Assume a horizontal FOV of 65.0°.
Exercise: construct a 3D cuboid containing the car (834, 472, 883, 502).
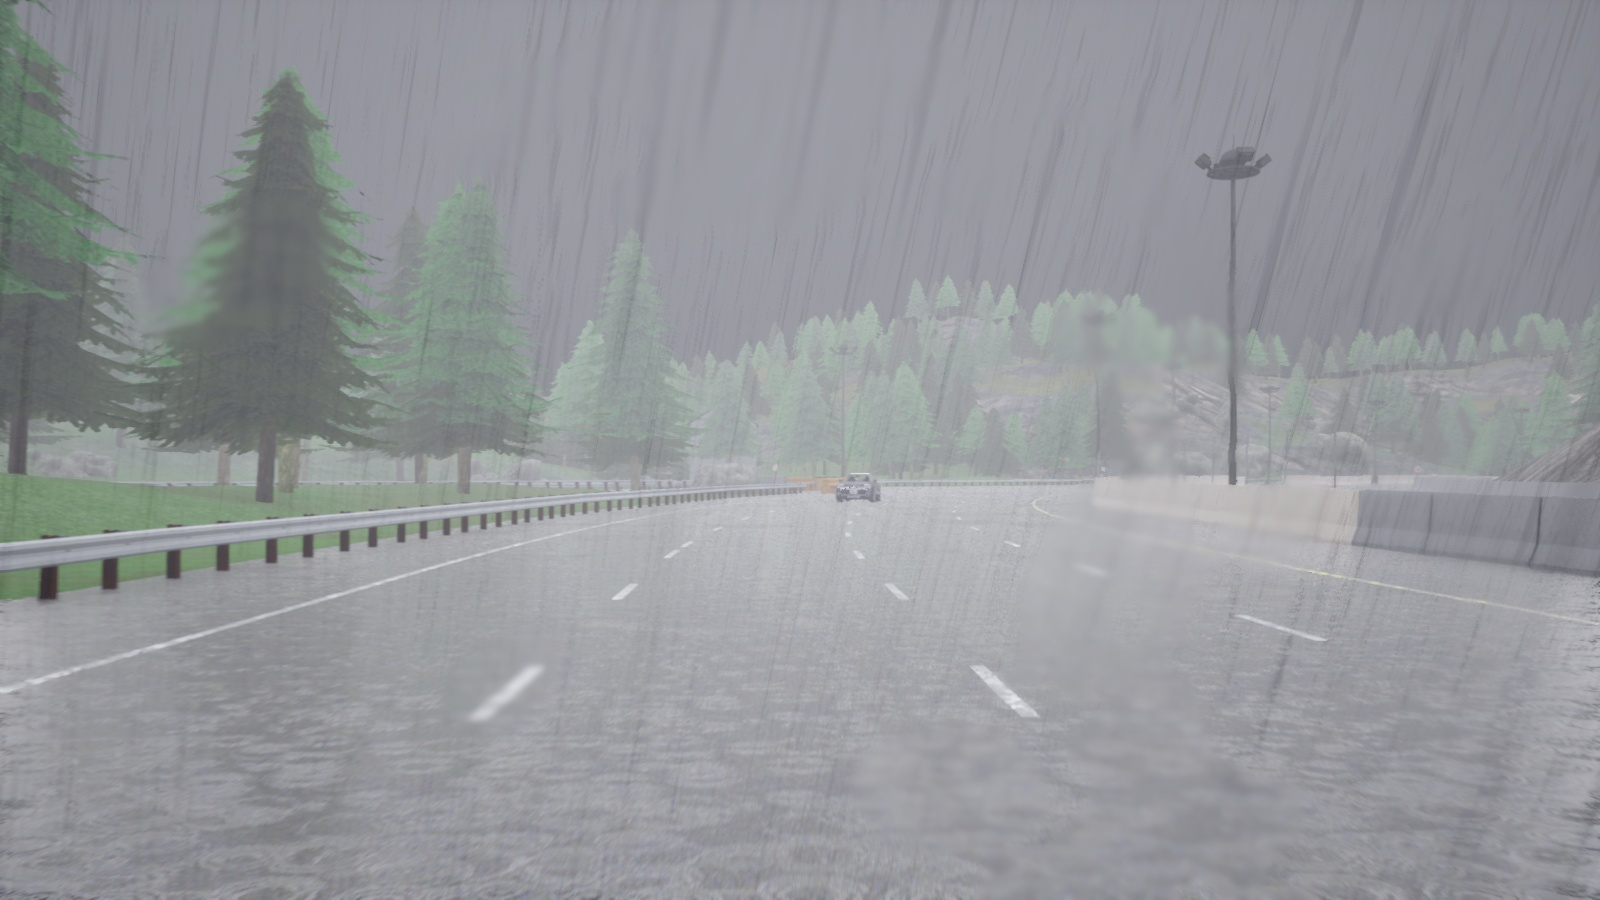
[{"bbox_3d":[3.015,1.836,63.689,1.970,1.475,3.806,0,-1,11],"label":"car"}]
